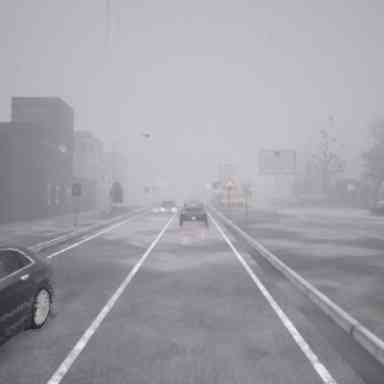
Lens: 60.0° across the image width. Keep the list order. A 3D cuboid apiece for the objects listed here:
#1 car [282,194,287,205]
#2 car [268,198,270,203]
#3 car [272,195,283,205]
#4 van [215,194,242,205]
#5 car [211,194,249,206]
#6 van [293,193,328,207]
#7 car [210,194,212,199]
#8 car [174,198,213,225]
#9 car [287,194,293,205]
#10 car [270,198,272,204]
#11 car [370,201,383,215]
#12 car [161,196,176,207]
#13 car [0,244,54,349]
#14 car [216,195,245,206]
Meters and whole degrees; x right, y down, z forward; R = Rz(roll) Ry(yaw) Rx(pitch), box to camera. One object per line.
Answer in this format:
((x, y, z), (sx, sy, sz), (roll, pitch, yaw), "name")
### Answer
((18.691, 1.521, 56.421), (5.366, 1.575, 1.946), (0, -1, 0), "car")
((18.363, 1.532, 67.601), (5.566, 2.045, 2.435), (0, -2, -1), "car")
((18.431, 1.388, 62.141), (5.566, 2.045, 2.435), (0, -2, -1), "car")
((6.345, 1.317, 57.474), (4.442, 1.987, 1.878), (0, -1, 0), "van")
((6.091, 1.443, 51.514), (5.366, 1.575, 1.946), (0, -1, 0), "car")
((18.432, 1.215, 50.968), (4.442, 1.987, 1.878), (0, -1, 0), "van")
((6.200, 1.423, 63.664), (5.566, 2.045, 2.435), (0, -1, -1), "car")
((0.100, 1.426, 23.267), (2.128, 1.511, 4.902), (0, 0, 0), "car")
((18.712, 1.477, 53.761), (5.366, 1.575, 1.946), (0, -1, 0), "car")
((18.419, 1.712, 64.926), (4.892, 1.521, 2.231), (0, -2, -1), "car")
((18.686, 1.401, 30.172), (4.674, 1.452, 2.002), (0, 0, 0), "car")
((-3.341, 1.370, 47.732), (1.882, 1.535, 5.008), (0, -2, 0), "car")
((-3.350, 1.493, 4.034), (1.837, 1.490, 4.892), (0, 0, 0), "car")
((6.284, 1.361, 54.435), (4.553, 1.767, 2.185), (0, -1, 0), "car")
